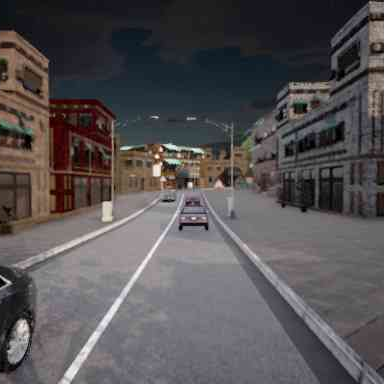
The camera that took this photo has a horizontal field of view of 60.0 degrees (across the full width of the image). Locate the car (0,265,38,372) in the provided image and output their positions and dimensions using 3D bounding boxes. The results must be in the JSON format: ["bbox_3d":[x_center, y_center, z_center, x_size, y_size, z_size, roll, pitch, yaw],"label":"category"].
[{"bbox_3d":[-3.099,1.504,2.841,1.837,1.490,4.892,0,0,0],"label":"car"}]

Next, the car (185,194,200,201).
[{"bbox_3d":[0.105,0.893,42.728,1.895,1.301,4.718,0,3,0],"label":"car"}]

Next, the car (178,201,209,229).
[{"bbox_3d":[0.100,1.529,21.338,2.033,1.411,5.357,0,0,0],"label":"car"}]

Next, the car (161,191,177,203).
[{"bbox_3d":[-3.080,0.622,45.484,2.033,1.411,5.357,0,5,0],"label":"car"}]
